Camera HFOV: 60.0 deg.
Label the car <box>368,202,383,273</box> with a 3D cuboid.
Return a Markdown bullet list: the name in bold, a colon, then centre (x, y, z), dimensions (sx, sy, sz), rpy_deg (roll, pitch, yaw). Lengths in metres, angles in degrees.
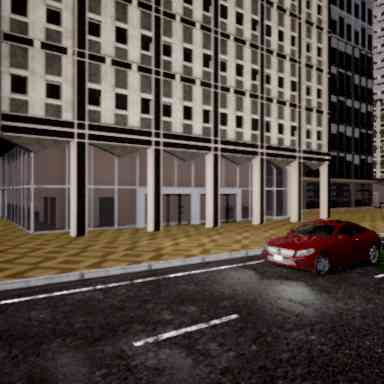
- **car**: centre (7.244, 1.344, 8.852), dimensions (5.566, 2.045, 2.150), rpy_deg (1, -1, -35)

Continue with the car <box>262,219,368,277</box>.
- **car**: centre (4.334, 1.633, 10.769), dimensions (4.674, 1.442, 1.812), rpy_deg (1, -1, -35)
